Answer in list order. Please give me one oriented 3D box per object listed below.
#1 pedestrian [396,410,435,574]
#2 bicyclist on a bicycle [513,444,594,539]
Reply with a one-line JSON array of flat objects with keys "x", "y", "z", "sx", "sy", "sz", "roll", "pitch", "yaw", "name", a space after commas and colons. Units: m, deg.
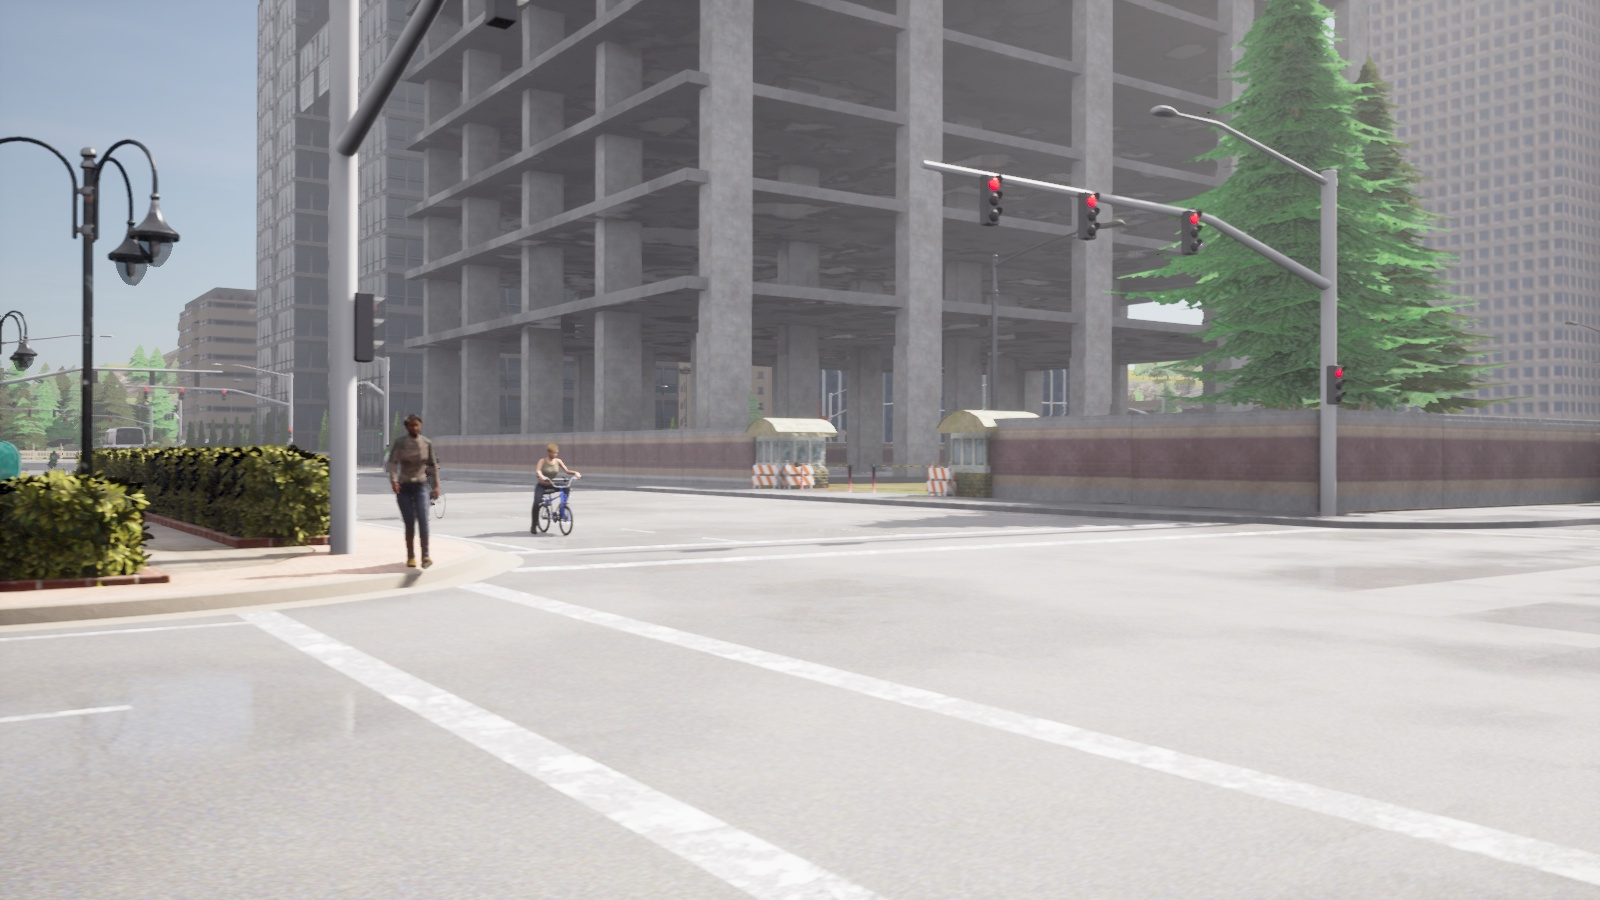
[{"x": -4.368, "y": 0.461, "z": 14.244, "sx": 0.328, "sy": 1.805, "sz": 0.869, "roll": 0, "pitch": 0, "yaw": -24, "name": "pedestrian"}, {"x": -4.365, "y": 0.704, "z": 22.192, "sx": 0.866, "sy": 1.612, "sz": 1.509, "roll": 0, "pitch": 0, "yaw": -35, "name": "bicyclist on a bicycle"}]
